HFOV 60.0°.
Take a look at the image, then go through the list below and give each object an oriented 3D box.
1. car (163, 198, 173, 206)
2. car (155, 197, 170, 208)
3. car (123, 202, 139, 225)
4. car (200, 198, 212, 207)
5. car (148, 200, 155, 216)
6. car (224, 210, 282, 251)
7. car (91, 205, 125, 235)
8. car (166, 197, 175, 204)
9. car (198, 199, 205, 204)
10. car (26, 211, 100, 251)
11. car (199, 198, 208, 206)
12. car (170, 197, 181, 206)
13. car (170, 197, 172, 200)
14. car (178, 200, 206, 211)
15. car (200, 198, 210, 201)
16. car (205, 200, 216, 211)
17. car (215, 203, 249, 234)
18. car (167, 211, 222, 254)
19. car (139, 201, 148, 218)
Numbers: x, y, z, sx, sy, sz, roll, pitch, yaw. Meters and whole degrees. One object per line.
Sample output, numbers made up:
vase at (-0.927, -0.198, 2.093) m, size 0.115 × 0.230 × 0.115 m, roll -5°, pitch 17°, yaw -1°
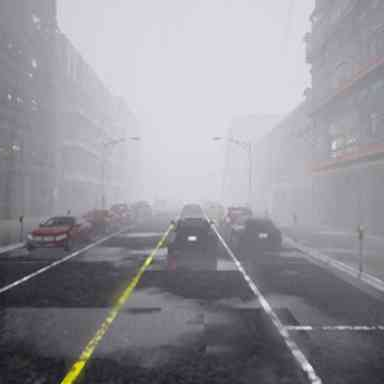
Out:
car at (-5.642, 2.314, 77.312) m, size 1.967 × 1.590 × 4.097 m, roll 0°, pitch -1°, yaw 0°
car at (-5.650, 1.976, 60.243) m, size 2.192 × 1.841 × 5.009 m, roll 0°, pitch -1°, yaw 0°
car at (-5.669, 1.712, 26.106) m, size 1.967 × 1.590 × 4.097 m, roll 0°, pitch -1°, yaw 0°
car at (2.733, 2.046, 65.926) m, size 2.192 × 1.841 × 5.009 m, roll 0°, pitch -1°, yaw 0°
car at (-5.662, 1.837, 37.483) m, size 1.967 × 1.590 × 4.097 m, roll 0°, pitch -1°, yaw 0°
car at (2.704, 1.716, 14.715) m, size 1.947 × 1.339 × 4.313 m, roll 0°, pitch -1°, yaw 0°
car at (-5.673, 1.755, 20.415) m, size 1.887 × 1.381 × 4.507 m, roll 0°, pitch -1°, yaw 0°
car at (-5.635, 2.335, 88.691) m, size 2.192 × 1.841 × 5.009 m, roll 0°, pitch -1°, yaw 0°
car at (2.747, 2.677, 94.372) m, size 1.802 × 1.307 × 4.206 m, roll 0°, pitch -1°, yaw 0°
car at (-5.676, 1.733, 14.724) m, size 1.802 × 1.307 × 4.206 m, roll 0°, pitch -1°, yaw 0°
car at (2.739, 2.314, 77.304) m, size 1.967 × 1.590 × 4.097 m, roll 0°, pitch -1°, yaw 0°
car at (-2.960, 2.340, 71.764) m, size 2.033 × 1.411 × 5.357 m, roll 0°, pitch -1°, yaw 0°
car at (-5.645, 2.353, 71.620) m, size 2.008 × 1.369 × 4.403 m, roll 0°, pitch -1°, yaw 0°
car at (0.024, 1.786, 29.477) m, size 1.882 × 1.535 × 5.008 m, roll 0°, pitch 0°, yaw 0°
car at (2.379, 2.040, 47.876) m, size 1.812 × 1.442 × 4.674 m, roll 0°, pitch -1°, yaw 0°
car at (2.717, 1.924, 37.644) m, size 1.752 × 1.417 × 4.829 m, roll 0°, pitch -1°, yaw 0°
car at (2.709, 1.650, 20.407) m, size 1.967 × 1.590 × 4.097 m, roll 0°, pitch -1°, yaw 0°
car at (0.015, 1.710, 14.286) m, size 1.994 × 1.385 × 4.181 m, roll 0°, pitch -1°, yaw 0°
car at (-5.667, 1.879, 31.793) m, size 1.887 × 1.381 × 4.507 m, roll 0°, pitch -1°, yaw 0°
